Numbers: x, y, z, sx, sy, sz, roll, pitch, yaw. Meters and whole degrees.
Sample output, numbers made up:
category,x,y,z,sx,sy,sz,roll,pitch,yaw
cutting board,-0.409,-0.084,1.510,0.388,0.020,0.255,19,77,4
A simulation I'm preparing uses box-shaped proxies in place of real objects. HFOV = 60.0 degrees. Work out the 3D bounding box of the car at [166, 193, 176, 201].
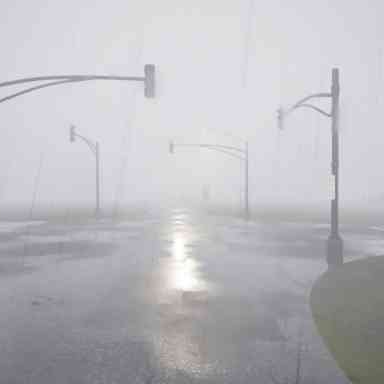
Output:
category,x,y,z,sx,sy,sz,roll,pitch,yaw
car,-4.633,1.013,73.958,2.097,1.767,4.553,0,0,-3

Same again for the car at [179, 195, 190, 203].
category,x,y,z,sx,sy,sz,roll,pitch,yaw
car,-1.645,1.384,69.865,2.097,1.767,4.553,0,0,-3

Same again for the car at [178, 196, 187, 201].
category,x,y,z,sx,sy,sz,roll,pitch,yaw
car,-2.251,1.559,79.939,1.895,1.301,4.718,0,0,-4
